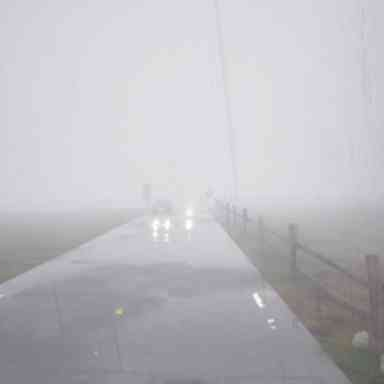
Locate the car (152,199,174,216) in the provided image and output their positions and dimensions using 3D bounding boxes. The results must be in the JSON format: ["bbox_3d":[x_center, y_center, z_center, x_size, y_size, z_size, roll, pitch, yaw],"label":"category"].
[{"bbox_3d":[-2.753,1.417,32.073,2.128,1.511,4.902,0,0,0],"label":"car"}]
